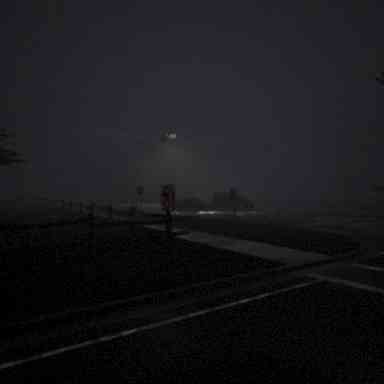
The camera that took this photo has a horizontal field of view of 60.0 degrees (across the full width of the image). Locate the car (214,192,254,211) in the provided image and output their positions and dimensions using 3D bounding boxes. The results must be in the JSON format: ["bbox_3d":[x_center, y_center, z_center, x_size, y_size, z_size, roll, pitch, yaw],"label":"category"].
[{"bbox_3d":[4.570,1.067,37.966,2.150,2.045,5.566,0,0,-35],"label":"car"}]

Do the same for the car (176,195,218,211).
[{"bbox_3d":[0.206,1.413,38.104,2.033,1.411,5.357,0,0,-35],"label":"car"}]
